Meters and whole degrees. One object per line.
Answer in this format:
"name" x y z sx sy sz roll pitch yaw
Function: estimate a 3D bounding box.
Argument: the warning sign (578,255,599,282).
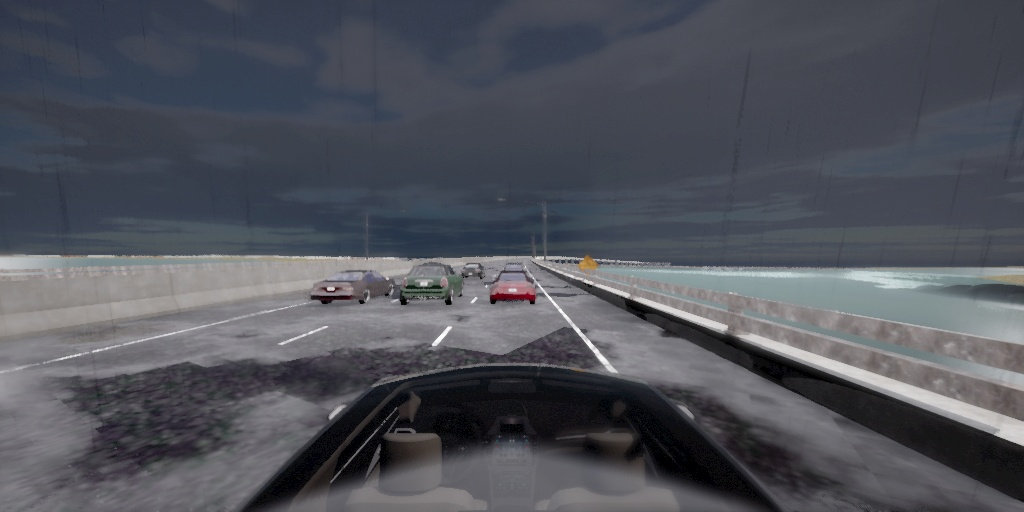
"warning sign" 4.623 0.869 21.680 1.300 1.860 1.060 0 0 0

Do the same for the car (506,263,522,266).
"car" 0.159 1.318 31.214 2.033 1.411 5.357 0 0 1

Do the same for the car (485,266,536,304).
"car" 0.039 1.327 16.278 1.994 1.385 4.181 0 0 0

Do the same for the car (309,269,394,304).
"car" -6.961 1.318 16.316 2.033 1.411 5.357 0 0 0

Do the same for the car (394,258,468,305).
"car" -3.461 1.120 16.268 2.097 1.767 4.553 0 0 0

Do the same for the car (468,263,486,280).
"car" -3.340 1.289 31.251 1.812 1.442 4.674 0 0 1
